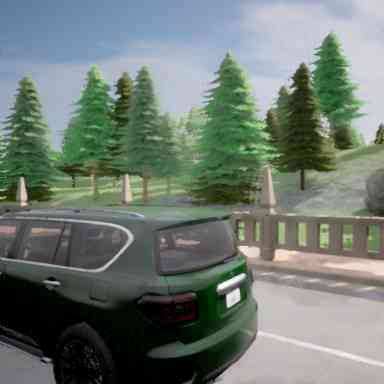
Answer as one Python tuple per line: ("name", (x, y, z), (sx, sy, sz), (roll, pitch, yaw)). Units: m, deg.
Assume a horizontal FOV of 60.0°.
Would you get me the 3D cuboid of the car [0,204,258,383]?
("car", (-1.805, 1.210, 4.989), (5.566, 2.045, 2.150), (0, 0, 33))
